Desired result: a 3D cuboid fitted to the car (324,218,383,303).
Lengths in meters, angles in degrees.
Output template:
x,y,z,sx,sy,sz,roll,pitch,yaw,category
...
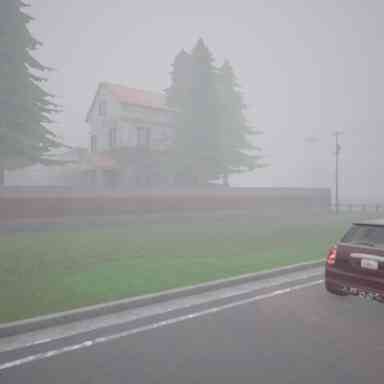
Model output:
x,y,z,sx,sy,sz,roll,pitch,yaw,category
4.981,1.333,7.316,4.553,1.767,2.097,0,0,-35,car
